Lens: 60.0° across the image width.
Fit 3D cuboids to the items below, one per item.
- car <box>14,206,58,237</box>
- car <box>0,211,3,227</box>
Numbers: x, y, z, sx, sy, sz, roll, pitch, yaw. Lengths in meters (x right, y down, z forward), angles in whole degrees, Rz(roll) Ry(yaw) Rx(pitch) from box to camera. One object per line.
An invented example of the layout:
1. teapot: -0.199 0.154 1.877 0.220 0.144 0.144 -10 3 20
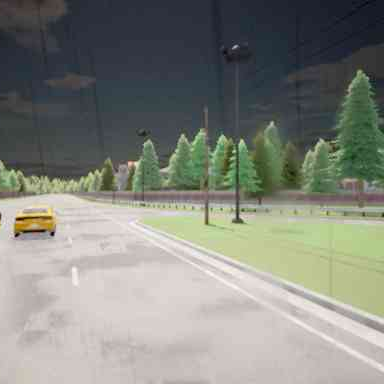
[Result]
1. car: -8.691 1.523 18.712 1.882 1.535 5.008 0 0 -21
2. car: -13.132 1.409 20.495 2.097 1.767 4.553 0 0 -21
